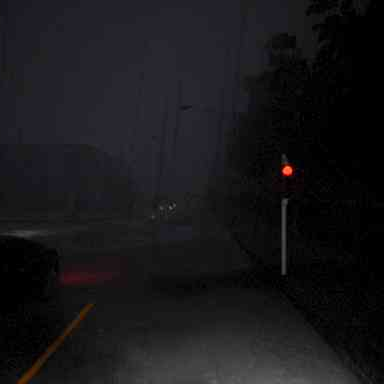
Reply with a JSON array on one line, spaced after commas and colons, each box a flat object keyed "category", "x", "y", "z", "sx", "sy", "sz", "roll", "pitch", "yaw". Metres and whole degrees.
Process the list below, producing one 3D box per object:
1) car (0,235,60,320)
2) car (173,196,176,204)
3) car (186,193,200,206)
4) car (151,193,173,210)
[{"category": "car", "x": -3.870, "y": 1.526, "z": 5.642, "sx": 1.812, "sy": 1.442, "sz": 4.674, "roll": 0, "pitch": 0, "yaw": 2}, {"category": "car", "x": -4.062, "y": 1.505, "z": 53.834, "sx": 1.837, "sy": 1.490, "sz": 4.892, "roll": 0, "pitch": 0, "yaw": 0}, {"category": "car", "x": 0.131, "y": 1.221, "z": 55.025, "sx": 2.150, "sy": 2.045, "sz": 5.566, "roll": 0, "pitch": 0, "yaw": 0}, {"category": "car", "x": -4.076, "y": 1.221, "z": 43.916, "sx": 2.150, "sy": 2.045, "sz": 5.566, "roll": 0, "pitch": 0, "yaw": 0}]
